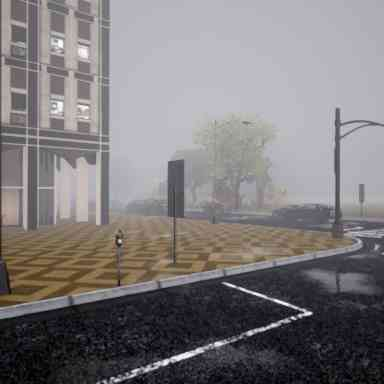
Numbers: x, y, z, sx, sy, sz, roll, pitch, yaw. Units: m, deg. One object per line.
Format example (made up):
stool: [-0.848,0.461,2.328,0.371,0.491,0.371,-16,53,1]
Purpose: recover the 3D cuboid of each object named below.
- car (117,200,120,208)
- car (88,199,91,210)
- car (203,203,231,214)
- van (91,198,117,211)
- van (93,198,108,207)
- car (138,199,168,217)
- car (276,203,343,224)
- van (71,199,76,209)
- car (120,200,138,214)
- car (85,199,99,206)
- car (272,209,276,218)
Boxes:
car: [-14.431,2.156,60.183,1.882,1.535,5.008,0,-1,-36]
car: [-16.343,2.194,53.745,1.802,1.307,4.206,-1,0,-36]
car: [3.033,1.954,40.577,1.802,1.307,4.206,-1,0,-36]
van: [-13.094,1.886,49.253,1.690,1.788,3.998,-1,0,-36]
van: [-19.790,2.180,71.939,1.690,1.788,3.998,-1,0,-36]
car: [-3.412,1.660,35.719,2.192,1.841,5.009,-1,0,-36]
car: [9.630,1.677,26.947,2.128,1.511,4.902,0,-1,-36]
van: [-19.600,2.020,58.240,1.690,1.788,3.998,-1,0,-36]
car: [-6.624,1.977,40.237,1.947,1.339,4.313,-1,0,-36]
car: [-23.037,2.345,76.427,1.967,1.590,4.097,-1,0,-36]
car: [9.562,1.821,31.621,1.802,1.307,4.206,-1,0,-36]
